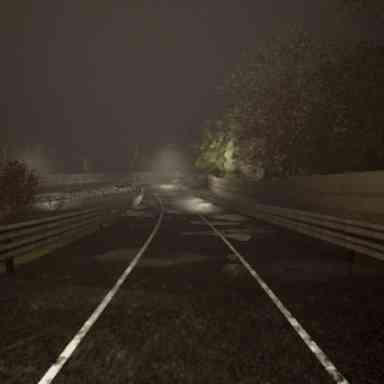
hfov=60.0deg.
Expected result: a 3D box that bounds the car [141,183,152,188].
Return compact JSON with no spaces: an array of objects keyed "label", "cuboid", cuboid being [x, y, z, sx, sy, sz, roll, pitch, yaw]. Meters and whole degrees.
[{"label":"car","cuboid":[-12.807,-1.857,93.775,1.837,1.490,4.892,1,4,17]}]

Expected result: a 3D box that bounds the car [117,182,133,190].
[{"label":"car","cuboid":[-17.924,-1.786,89.072,2.150,2.045,5.566,1,4,17]}]

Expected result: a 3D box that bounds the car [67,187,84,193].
[{"label":"car","cuboid":[-26.075,-0.417,74.490,1.994,1.385,4.181,1,4,17]}]
